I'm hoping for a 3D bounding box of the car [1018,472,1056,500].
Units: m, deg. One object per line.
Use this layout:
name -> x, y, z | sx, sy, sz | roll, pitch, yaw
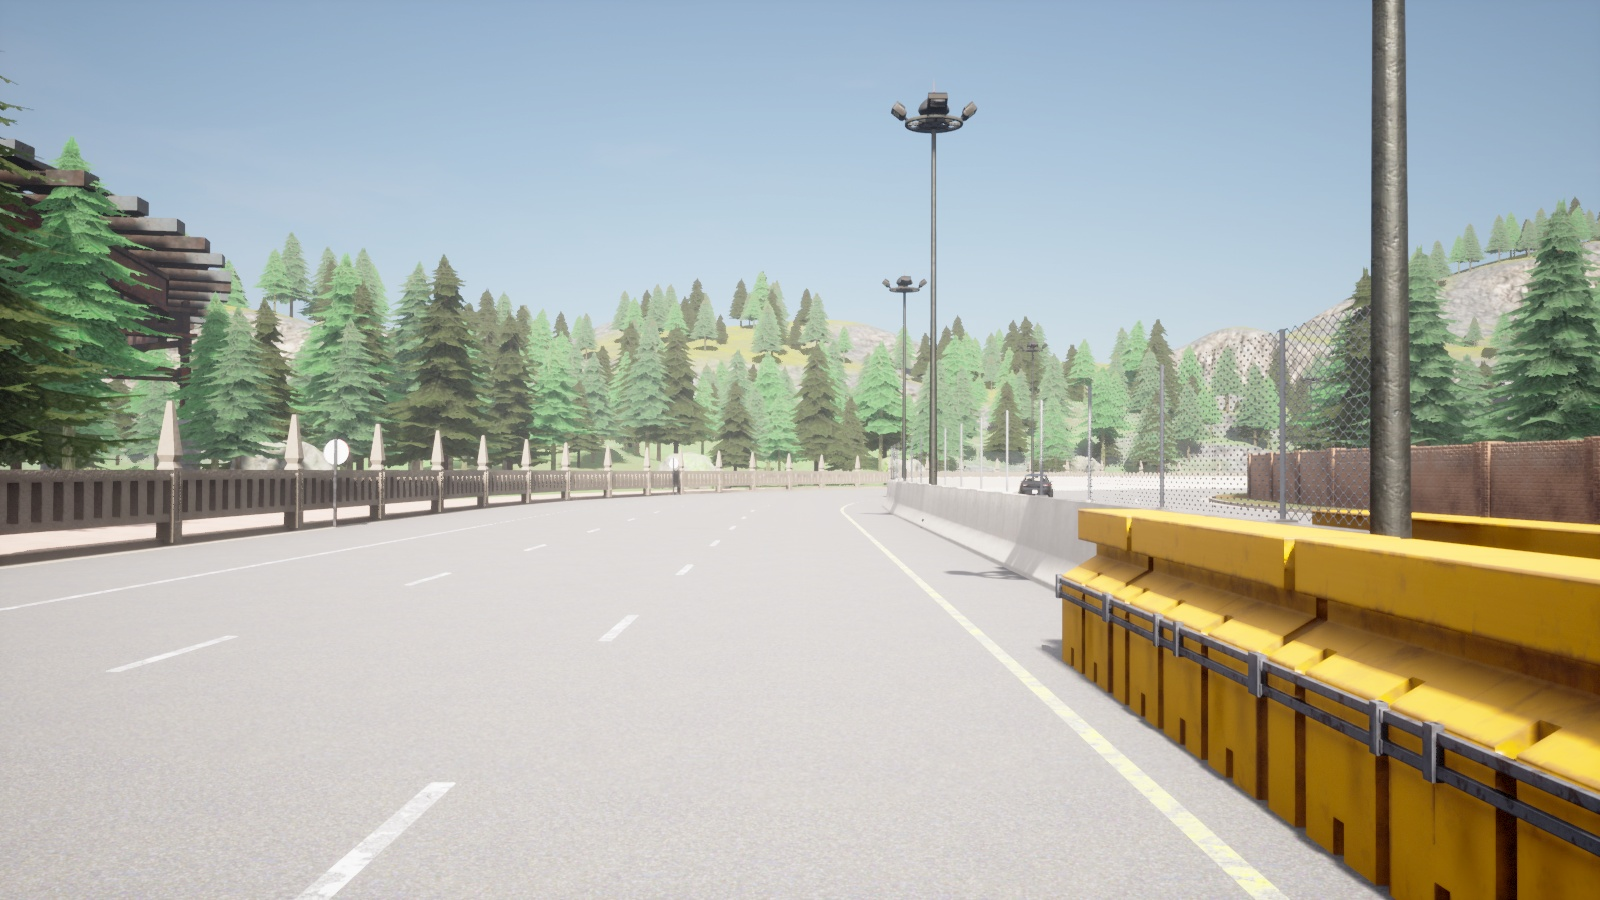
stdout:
car -> 12.938, 1.924, 68.489 | 1.816, 1.474, 4.193 | -1, -1, 13
